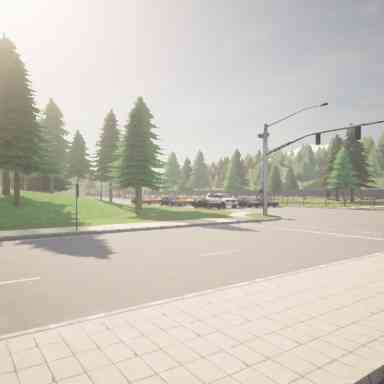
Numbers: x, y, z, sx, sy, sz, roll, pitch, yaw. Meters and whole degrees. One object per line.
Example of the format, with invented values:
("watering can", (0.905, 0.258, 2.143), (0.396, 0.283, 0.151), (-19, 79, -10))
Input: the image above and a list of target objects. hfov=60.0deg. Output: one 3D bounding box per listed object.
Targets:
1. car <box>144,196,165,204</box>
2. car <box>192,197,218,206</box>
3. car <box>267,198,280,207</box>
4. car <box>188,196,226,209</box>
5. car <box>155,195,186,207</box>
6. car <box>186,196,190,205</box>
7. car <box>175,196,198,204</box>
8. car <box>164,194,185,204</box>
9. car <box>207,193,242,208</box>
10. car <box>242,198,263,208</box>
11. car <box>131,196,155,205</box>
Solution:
("car", (-7.156, 1.478, 63.376), (1.882, 1.535, 5.008), (0, 0, -35))
("car", (2.167, 1.601, 56.149), (1.895, 1.301, 4.718), (0, 0, -35))
("car", (10.604, 1.547, 50.230), (2.033, 1.411, 5.357), (0, 0, -35))
("car", (1.931, 1.601, 44.296), (1.895, 1.301, 4.718), (0, 0, -35))
("car", (-3.424, 1.505, 51.919), (1.837, 1.490, 4.892), (0, 0, -35))
("car", (-1.492, 1.478, 55.262), (1.882, 1.535, 5.008), (0, 0, -35))
("car", (-1.143, 1.547, 67.047), (2.033, 1.411, 5.357), (0, 0, -34))
("car", (-3.404, 1.352, 64.131), (2.097, 1.767, 4.553), (0, 0, -35))
("car", (4.118, 1.221, 47.285), (2.150, 2.045, 5.566), (0, 0, -34))
("car", (7.677, 1.547, 48.301), (2.033, 1.411, 5.357), (0, 0, -35))
("car", (-9.290, 1.547, 60.302), (2.033, 1.411, 5.357), (0, 0, -36))
